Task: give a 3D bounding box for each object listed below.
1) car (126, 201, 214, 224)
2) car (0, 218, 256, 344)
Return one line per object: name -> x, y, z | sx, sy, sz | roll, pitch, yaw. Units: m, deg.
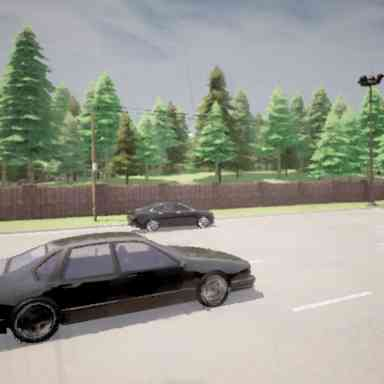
car -> -1.118, 1.269, 18.046 | 4.892, 1.490, 1.837 | -2, 1, -26
car -> -1.471, 1.489, 6.219 | 5.357, 1.411, 2.033 | -2, 1, -26
